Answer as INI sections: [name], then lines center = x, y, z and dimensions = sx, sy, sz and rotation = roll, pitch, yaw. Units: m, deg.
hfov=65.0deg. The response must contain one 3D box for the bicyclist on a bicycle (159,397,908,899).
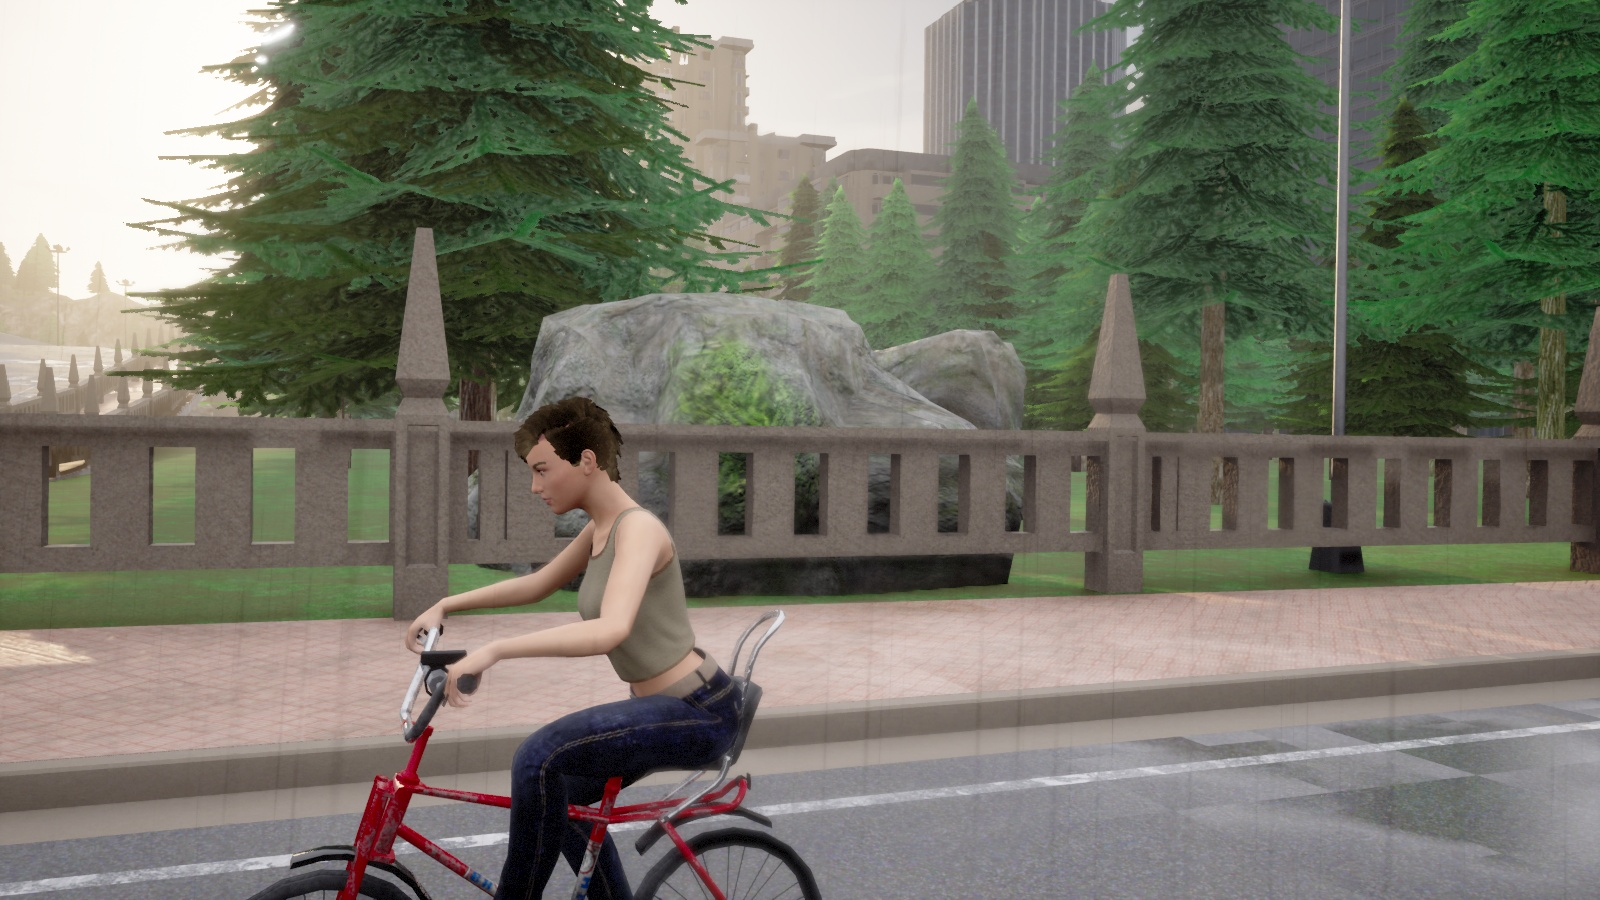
[bicyclist on a bicycle]
center = -0.616, 0.692, 2.999
dimensions = 1.509, 1.612, 0.866
rotation = -1, 1, -20
